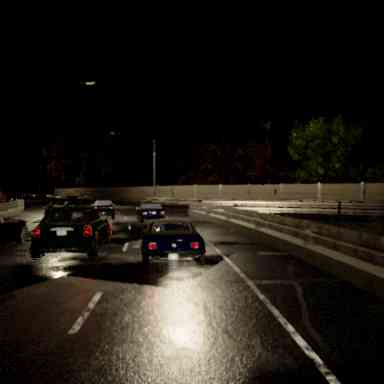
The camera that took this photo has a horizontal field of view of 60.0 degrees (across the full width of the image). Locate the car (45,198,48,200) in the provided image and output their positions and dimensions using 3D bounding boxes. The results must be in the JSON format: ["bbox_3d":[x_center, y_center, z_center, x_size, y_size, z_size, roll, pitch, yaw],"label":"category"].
[{"bbox_3d":[-11.055,1.471,27.868,1.837,1.490,4.892,0,1,-16],"label":"car"}]

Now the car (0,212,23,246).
[{"bbox_3d":[-7.943,1.486,12.730,2.128,1.511,4.902,0,0,-7],"label":"car"}]

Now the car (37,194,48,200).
[{"bbox_3d":[-38.289,1.308,84.234,4.674,1.442,1.812,0,0,39],"label":"car"}]

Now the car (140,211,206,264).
[{"bbox_3d":[-0.770,1.572,11.805,1.895,1.301,4.718,0,0,-6],"label":"car"}]

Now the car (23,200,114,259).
[{"bbox_3d":[-4.445,1.332,12.791,2.097,1.767,4.553,0,0,-7],"label":"car"}]

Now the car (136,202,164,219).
[{"bbox_3d":[-3.223,1.491,25.556,2.033,1.411,5.357,0,0,-14],"label":"car"}]

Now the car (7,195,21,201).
[{"bbox_3d":[-43.324,1.354,79.262,4.181,1.385,1.994,0,0,39],"label":"car"}]

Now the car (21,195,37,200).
[{"bbox_3d":[-41.022,1.325,81.898,5.357,1.411,2.033,0,0,39],"label":"car"}]

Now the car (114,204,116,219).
[{"bbox_3d":[-7.596,1.443,28.485,2.128,1.511,4.902,0,0,-15],"label":"car"}]
